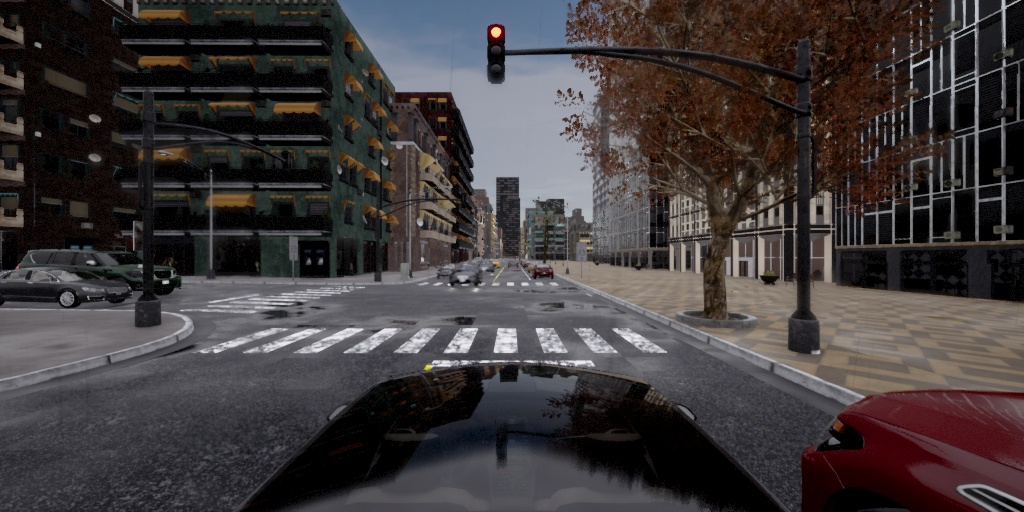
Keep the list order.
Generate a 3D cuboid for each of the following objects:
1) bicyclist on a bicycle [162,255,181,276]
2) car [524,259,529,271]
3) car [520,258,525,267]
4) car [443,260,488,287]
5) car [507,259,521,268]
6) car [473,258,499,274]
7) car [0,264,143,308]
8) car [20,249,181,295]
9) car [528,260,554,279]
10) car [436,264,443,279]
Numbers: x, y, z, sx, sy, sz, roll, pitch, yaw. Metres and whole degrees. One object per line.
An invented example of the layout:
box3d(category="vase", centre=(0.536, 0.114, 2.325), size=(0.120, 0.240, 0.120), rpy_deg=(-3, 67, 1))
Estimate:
box3d(category="bicyclist on a bicycle", centre=(-23.133, 0.761, 24.218), size=(0.582, 1.620, 1.656), rpy_deg=(1, 0, 0))
box3d(category="car", centre=(2.757, 1.297, 43.568), size=(1.751, 1.417, 4.829), rpy_deg=(0, 0, 0))
box3d(category="car", centre=(2.783, 1.374, 59.995), size=(1.802, 1.307, 4.207), rpy_deg=(0, 0, 0))
box3d(category="car", centre=(-3.063, 1.248, 24.724), size=(2.128, 1.511, 4.902), rpy_deg=(0, 0, 0))
box3d(category="car", centre=(0.199, 1.288, 63.479), size=(2.128, 1.511, 4.902), rpy_deg=(0, 0, 0))
box3d(category="car", centre=(-3.032, 1.263, 42.314), size=(2.128, 1.511, 4.902), rpy_deg=(0, 0, 0))
box3d(category="car", centre=(-16.417, 1.091, 12.947), size=(4.403, 1.370, 2.007), rpy_deg=(0, 0, 0))
box3d(category="car", centre=(-17.766, 0.746, 15.530), size=(5.566, 2.045, 2.150), rpy_deg=(1, 0, 0))
box3d(category="car", centre=(2.739, 1.306, 32.333), size=(1.888, 1.381, 4.507), rpy_deg=(0, 0, 0))
box3d(category="car", centre=(-5.641, 1.312, 32.346), size=(2.007, 1.370, 4.403), rpy_deg=(0, 0, 0))
